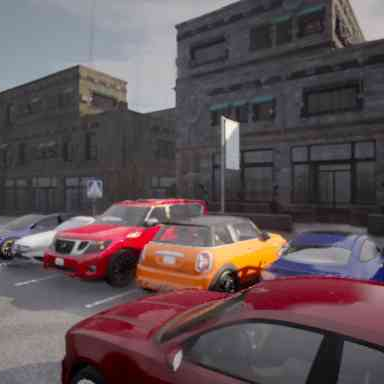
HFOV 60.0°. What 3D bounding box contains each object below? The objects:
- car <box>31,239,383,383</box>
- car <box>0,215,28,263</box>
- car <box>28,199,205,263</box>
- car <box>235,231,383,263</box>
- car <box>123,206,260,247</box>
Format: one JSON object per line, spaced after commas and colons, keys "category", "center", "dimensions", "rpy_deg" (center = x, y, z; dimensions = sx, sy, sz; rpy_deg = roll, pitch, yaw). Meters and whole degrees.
{"category": "car", "center": [0.970, 1.481, 2.687], "dimensions": [5.008, 1.535, 1.882], "rpy_deg": [0, 0, 35]}
{"category": "car", "center": [-3.695, 1.570, 11.590], "dimensions": [2.002, 1.452, 4.674], "rpy_deg": [0, 0, 35]}
{"category": "car", "center": [-1.468, 1.265, 9.965], "dimensions": [2.435, 2.045, 5.566], "rpy_deg": [0, 0, 35]}
{"category": "car", "center": [2.933, 1.528, 6.860], "dimensions": [2.002, 1.452, 4.674], "rpy_deg": [0, 0, 35]}
{"category": "car", "center": [0.777, 1.376, 8.362], "dimensions": [2.185, 1.767, 4.553], "rpy_deg": [0, 0, 35]}
